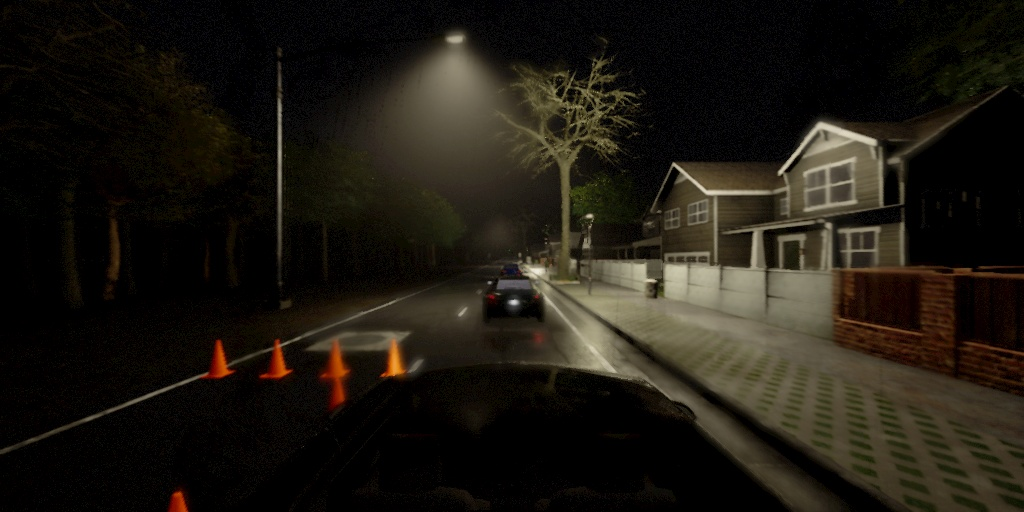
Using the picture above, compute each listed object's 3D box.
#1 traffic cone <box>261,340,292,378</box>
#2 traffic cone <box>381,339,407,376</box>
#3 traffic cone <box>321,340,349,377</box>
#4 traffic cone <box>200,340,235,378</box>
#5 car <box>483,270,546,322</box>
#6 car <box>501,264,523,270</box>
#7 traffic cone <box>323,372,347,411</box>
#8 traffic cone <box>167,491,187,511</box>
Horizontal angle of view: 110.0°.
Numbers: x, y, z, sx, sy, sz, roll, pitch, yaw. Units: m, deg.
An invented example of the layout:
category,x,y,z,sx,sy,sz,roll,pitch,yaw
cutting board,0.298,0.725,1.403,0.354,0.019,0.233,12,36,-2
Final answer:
category,x,y,z,sx,sy,sz,roll,pitch,yaw
traffic cone,-4.022,1.732,6.133,0.340,0.580,0.340,0,0,0
traffic cone,-2.022,1.726,6.142,0.340,0.580,0.340,0,0,0
traffic cone,-3.022,1.729,6.137,0.340,0.580,0.340,0,0,0
traffic cone,-5.022,1.735,6.129,0.340,0.580,0.340,0,0,0
car,0.062,1.350,12.529,1.994,1.385,4.181,0,0,0
car,-0.001,1.370,30.506,1.812,1.442,4.674,0,0,0
traffic cone,-2.013,1.719,4.142,0.340,0.580,0.340,0,0,0
traffic cone,-2.005,1.713,2.142,0.340,0.580,0.340,0,0,0
